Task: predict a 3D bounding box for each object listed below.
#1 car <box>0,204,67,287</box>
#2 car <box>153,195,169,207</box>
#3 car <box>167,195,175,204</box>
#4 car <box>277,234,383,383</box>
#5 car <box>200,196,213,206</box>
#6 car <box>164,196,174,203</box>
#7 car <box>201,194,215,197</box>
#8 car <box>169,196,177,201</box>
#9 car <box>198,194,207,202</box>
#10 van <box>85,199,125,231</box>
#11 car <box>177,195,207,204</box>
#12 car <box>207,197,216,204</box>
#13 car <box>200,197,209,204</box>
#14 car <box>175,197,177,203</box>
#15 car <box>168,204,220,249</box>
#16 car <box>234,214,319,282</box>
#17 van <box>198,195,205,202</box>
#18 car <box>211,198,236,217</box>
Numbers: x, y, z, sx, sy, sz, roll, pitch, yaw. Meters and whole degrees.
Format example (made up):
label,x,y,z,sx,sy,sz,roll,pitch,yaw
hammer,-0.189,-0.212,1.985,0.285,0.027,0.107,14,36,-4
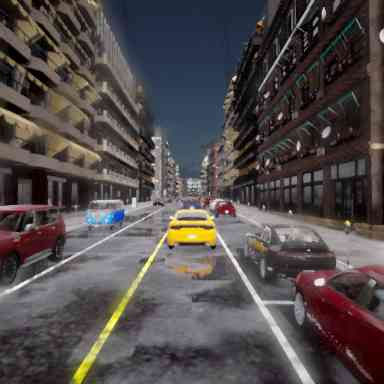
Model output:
label,x,y,z,sx,sy,sz,roll,pitch,yaw
car,-5.290,1.319,9.564,2.192,1.841,5.009,2,0,0
car,-5.298,1.658,53.807,1.947,1.339,4.313,1,0,0
car,-5.293,1.468,70.398,2.192,1.841,5.009,1,0,0
car,2.584,1.545,3.969,1.887,1.381,4.507,1,0,0
car,2.551,1.551,59.280,1.967,1.590,4.097,1,0,0
car,-5.299,1.722,75.928,1.887,1.381,4.507,1,0,0
car,2.554,1.390,48.217,2.192,1.841,5.009,1,0,0
car,-5.301,1.844,92.522,1.802,1.307,4.206,1,0,0
car,2.552,1.518,81.406,2.192,1.841,5.009,1,0,0
van,-5.291,1.356,20.623,1.690,1.788,3.998,2,0,0
car,0.000,1.398,29.631,2.097,1.767,4.553,0,0,0
car,3.023,1.576,38.132,1.812,1.442,4.674,0,0,0
car,2.547,1.735,70.342,1.802,1.307,4.206,1,0,0
car,-2.751,1.655,75.961,2.128,1.511,4.902,0,0,0
car,0.000,1.494,14.655,1.882,1.535,5.008,0,0,0
car,2.584,1.555,9.501,2.008,1.369,4.403,1,0,0
van,2.551,1.573,86.937,1.690,1.788,3.998,1,0,0
car,3.023,1.560,31.131,1.812,1.442,4.674,0,0,0
